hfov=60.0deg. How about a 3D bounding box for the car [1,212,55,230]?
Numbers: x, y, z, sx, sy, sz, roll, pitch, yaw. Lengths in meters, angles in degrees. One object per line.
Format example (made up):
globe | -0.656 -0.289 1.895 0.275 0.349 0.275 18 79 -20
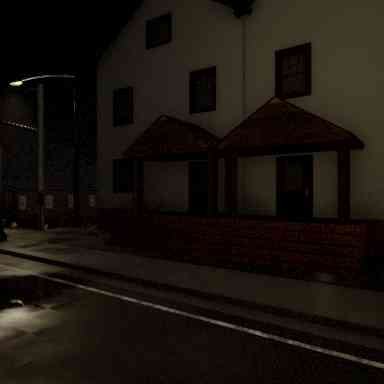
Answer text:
car | -14.682 2.564 29.465 1.837 1.490 4.892 0 -9 36
